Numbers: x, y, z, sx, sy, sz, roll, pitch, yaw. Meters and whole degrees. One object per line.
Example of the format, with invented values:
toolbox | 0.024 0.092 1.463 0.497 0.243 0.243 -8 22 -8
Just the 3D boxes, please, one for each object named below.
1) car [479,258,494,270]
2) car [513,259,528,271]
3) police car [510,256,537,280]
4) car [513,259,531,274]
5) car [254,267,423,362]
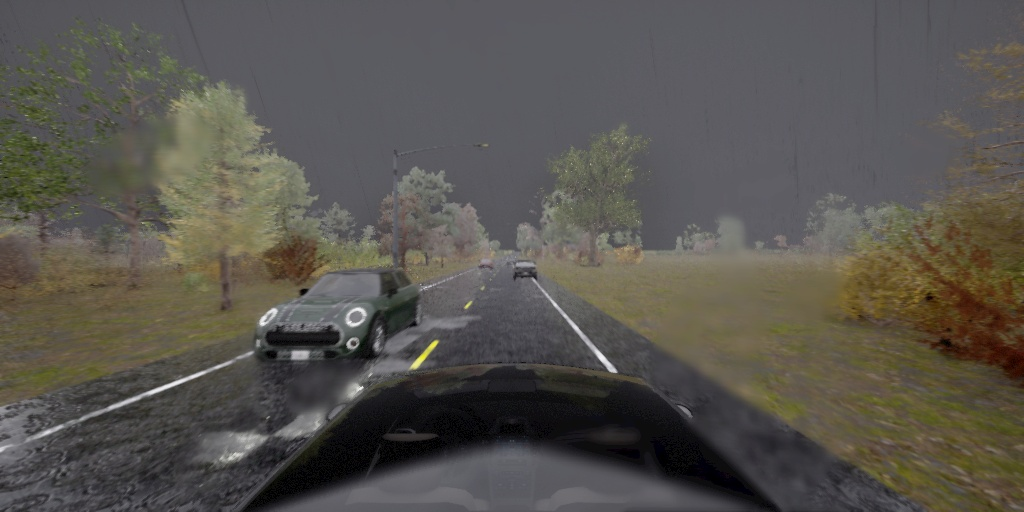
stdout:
car | -3.552 1.079 50.065 1.882 1.535 5.008 0 0 1
car | 1.046 1.144 45.796 1.812 1.442 4.674 0 0 0
police car | 1.047 1.097 29.904 1.930 1.638 5.238 0 0 0
car | 1.046 1.145 39.795 1.837 1.490 4.892 0 0 0
car | -3.594 1.086 8.334 2.097 1.767 4.553 0 0 0
